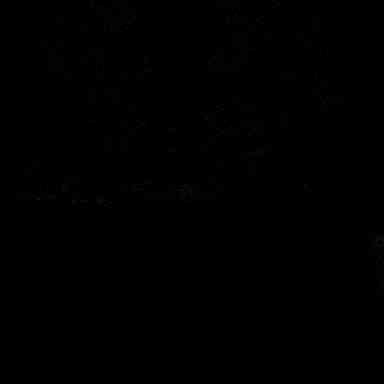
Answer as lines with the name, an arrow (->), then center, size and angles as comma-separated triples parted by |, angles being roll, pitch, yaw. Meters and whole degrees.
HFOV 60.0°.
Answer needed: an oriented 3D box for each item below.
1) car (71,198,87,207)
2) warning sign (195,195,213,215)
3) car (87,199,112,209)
car -> -18.860, 1.739, 55.803 | 1.994, 1.385, 4.181 | 0, 0, -35
warning sign -> 1.136, 1.189, 31.561 | 1.300, 1.860, 1.060 | 0, 0, -35
car -> -13.045, 1.664, 47.590 | 1.812, 1.442, 4.674 | 0, 0, -34
